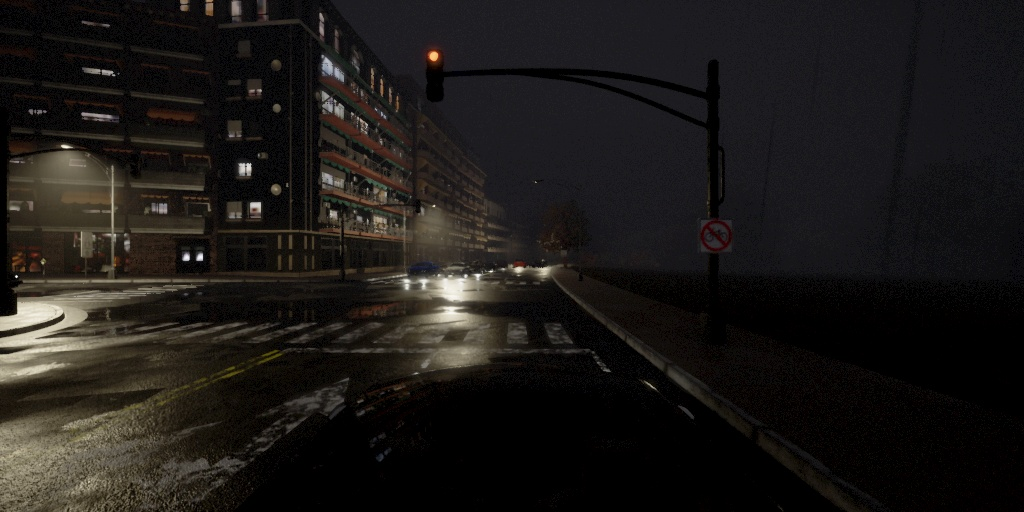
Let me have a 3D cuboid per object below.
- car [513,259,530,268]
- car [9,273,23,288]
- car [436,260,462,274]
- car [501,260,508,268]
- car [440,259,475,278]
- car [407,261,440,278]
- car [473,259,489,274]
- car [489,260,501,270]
[{"bbox_3d":[1.562,1.290,64.393,2.097,1.767,4.553,0,0,8],"label":"car"},{"bbox_3d":[-23.955,0.965,14.674,4.718,1.301,1.895,1,0,-18],"label":"car"},{"bbox_3d":[-7.688,1.323,44.310,1.882,1.535,5.008,0,0,6],"label":"car"},{"bbox_3d":[-1.922,1.412,64.247,1.882,1.535,5.008,0,0,9],"label":"car"},{"bbox_3d":[-5.246,1.336,35.103,1.812,1.442,4.674,0,0,5],"label":"car"},{"bbox_3d":[-8.531,1.286,34.777,1.882,1.535,5.008,0,0,4],"label":"car"},{"bbox_3d":[-4.457,1.349,43.957,1.837,1.490,4.892,0,0,6],"label":"car"},{"bbox_3d":[-3.343,1.448,53.878,1.994,1.385,4.181,0,0,8],"label":"car"}]
